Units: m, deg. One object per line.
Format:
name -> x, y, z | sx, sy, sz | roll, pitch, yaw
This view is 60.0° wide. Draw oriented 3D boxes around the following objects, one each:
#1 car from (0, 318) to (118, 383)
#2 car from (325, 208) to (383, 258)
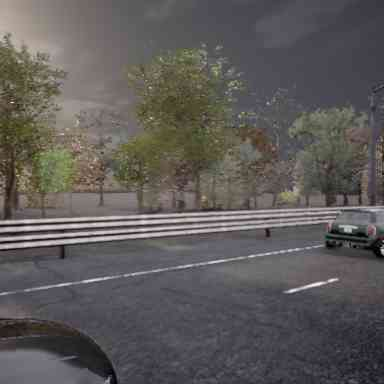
car -> -2.806, 1.486, 1.745 | 4.902, 1.511, 2.128 | 0, 0, -36
car -> 7.397, 1.421, 13.318 | 4.553, 1.767, 2.097 | 0, 0, -35
